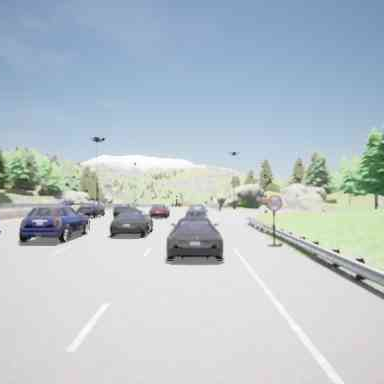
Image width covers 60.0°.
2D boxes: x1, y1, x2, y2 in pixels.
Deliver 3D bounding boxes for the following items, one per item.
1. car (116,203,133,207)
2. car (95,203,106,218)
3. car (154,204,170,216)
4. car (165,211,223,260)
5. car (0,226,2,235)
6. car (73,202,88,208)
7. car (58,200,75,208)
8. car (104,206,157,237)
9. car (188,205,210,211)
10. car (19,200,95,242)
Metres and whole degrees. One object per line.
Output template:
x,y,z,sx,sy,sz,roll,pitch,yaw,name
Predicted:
-6.902,1.919,34.601,2.128,1.511,4.902,0,-1,0,car
-10.401,1.920,34.590,2.128,1.511,4.902,0,-1,0,car
-3.406,1.980,35.193,1.994,1.385,4.181,0,-1,0,car
0.097,1.660,12.818,1.994,1.385,4.181,0,0,0,car
-10.401,1.647,14.151,2.033,1.411,5.357,0,-1,0,car
-27.504,3.191,82.429,1.882,1.535,5.008,0,-2,1,car
-31.004,2.934,82.454,2.150,2.045,5.566,0,-2,1,car
-3.401,1.730,19.291,1.994,1.385,4.181,0,-1,0,car
0.523,1.863,29.202,2.033,1.411,5.357,-1,-1,6,car
-6.902,1.489,17.199,2.097,1.767,4.553,0,-1,0,car
